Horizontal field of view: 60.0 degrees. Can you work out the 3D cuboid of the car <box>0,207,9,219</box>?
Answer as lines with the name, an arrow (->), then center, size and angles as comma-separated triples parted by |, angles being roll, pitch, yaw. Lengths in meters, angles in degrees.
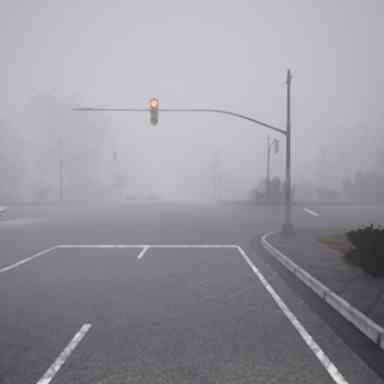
car -> -14.537, 1.203, 21.820 | 4.674, 1.442, 1.812 | 0, 1, 1

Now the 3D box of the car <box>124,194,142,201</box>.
car -> -10.464, 0.941, 57.995 | 1.895, 1.301, 4.718 | 0, -1, 0

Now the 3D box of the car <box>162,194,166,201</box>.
car -> -6.859, 1.224, 74.008 | 1.882, 1.535, 5.008 | 0, -1, 0

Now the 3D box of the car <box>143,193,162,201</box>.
car -> -6.961, 0.834, 58.661 | 1.882, 1.535, 5.008 | 0, -2, 0
